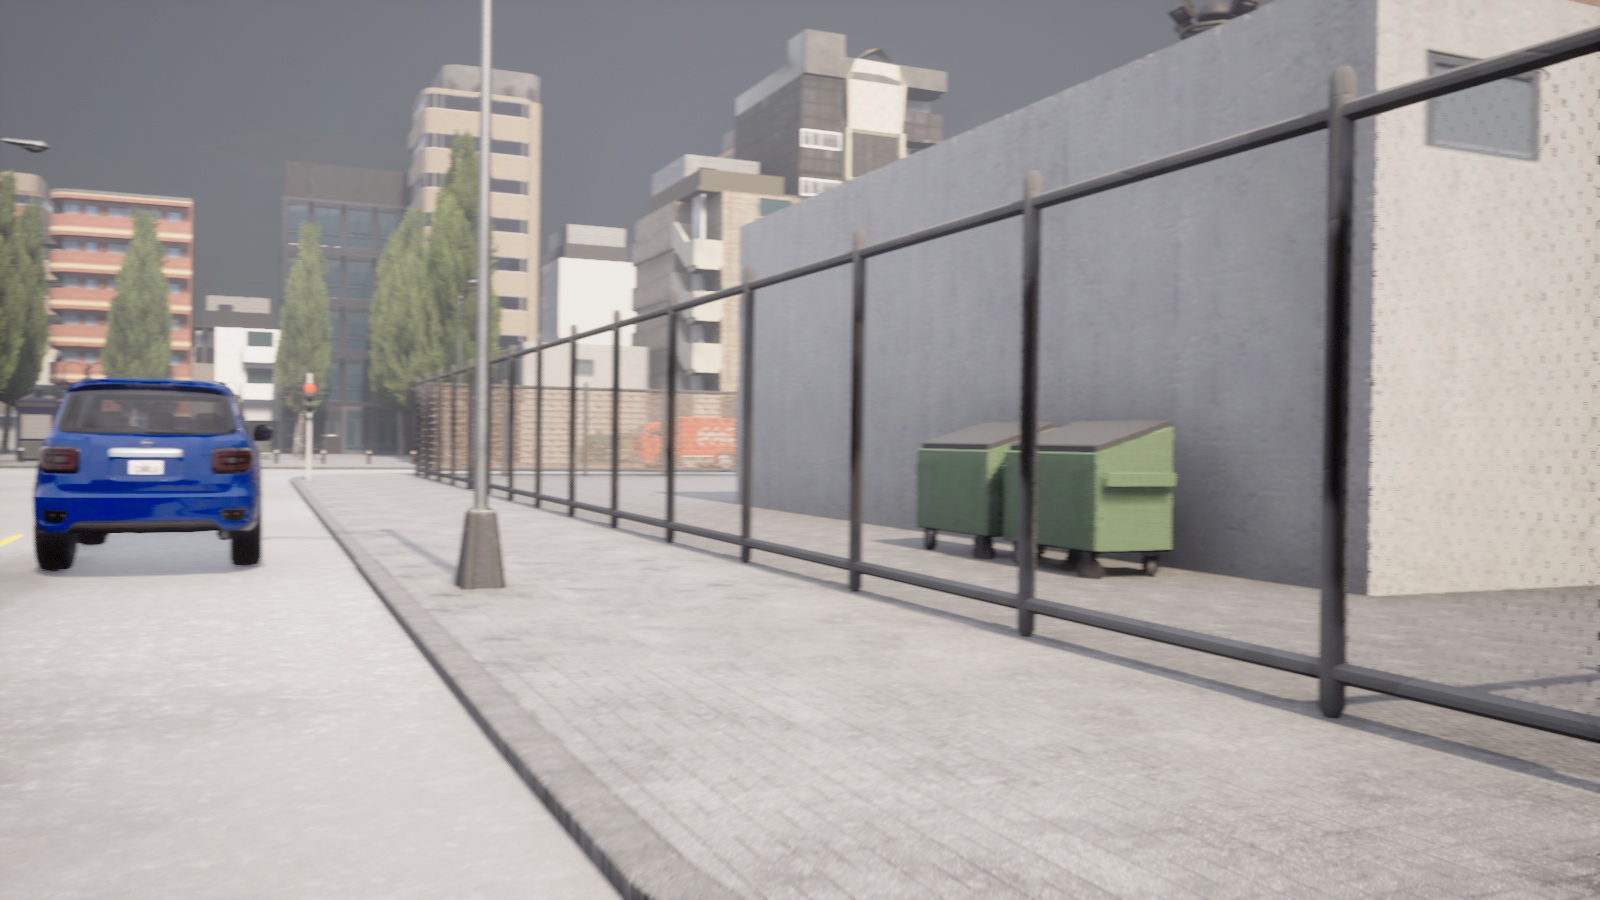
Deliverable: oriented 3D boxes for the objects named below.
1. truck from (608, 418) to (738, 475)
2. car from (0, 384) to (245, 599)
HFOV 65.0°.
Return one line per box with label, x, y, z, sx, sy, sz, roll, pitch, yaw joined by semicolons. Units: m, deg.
truck;-5.681;-0.179;56.134;5.204;2.467;2.627;0;1;-25
car;-7.797;0.368;14.902;2.150;2.045;5.566;0;1;-24
